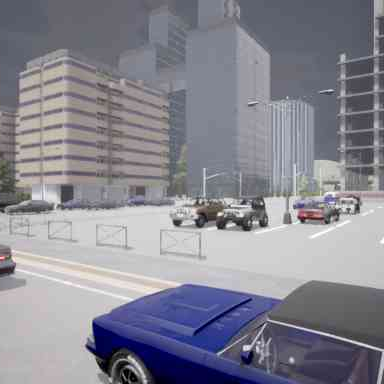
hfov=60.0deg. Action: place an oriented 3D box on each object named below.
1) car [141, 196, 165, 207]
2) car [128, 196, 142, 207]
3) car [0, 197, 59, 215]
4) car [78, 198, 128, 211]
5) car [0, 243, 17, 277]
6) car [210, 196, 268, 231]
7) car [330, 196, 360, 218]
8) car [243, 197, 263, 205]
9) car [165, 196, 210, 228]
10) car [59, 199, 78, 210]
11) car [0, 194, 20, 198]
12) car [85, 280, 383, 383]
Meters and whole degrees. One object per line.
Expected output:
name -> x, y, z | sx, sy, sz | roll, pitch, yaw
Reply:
car -> -4.796, 1.548, 50.761 | 2.033, 1.411, 5.357 | 0, 0, 34
car -> -8.870, 1.352, 50.934 | 2.097, 1.767, 4.553 | 0, 0, 35
car -> -16.312, 1.526, 33.593 | 1.812, 1.442, 4.674 | 0, 0, 34
car -> -10.981, 1.547, 41.564 | 2.033, 1.411, 5.357 | 0, 0, 34
car -> -6.724, 1.547, 8.707 | 5.357, 1.411, 2.033 | 0, 0, 35
car -> 3.012, 1.156, 19.279 | 1.905, 1.878, 3.866 | 0, 0, 34
car -> 15.038, 1.395, 32.232 | 1.970, 1.475, 3.806 | 0, 0, 34
car -> 11.358, 1.601, 61.948 | 1.895, 1.301, 4.718 | 0, 0, 35
car -> 0.645, 1.153, 20.945 | 1.932, 1.855, 4.605 | 0, 0, 34
car -> -14.549, 1.547, 42.539 | 2.033, 1.411, 5.357 | 0, 0, 34
car -> -20.259, 1.222, 34.031 | 2.150, 2.045, 5.566 | 0, 0, 34
car -> 1.120, 1.601, 3.191 | 4.718, 1.301, 1.895 | 0, 0, 35
